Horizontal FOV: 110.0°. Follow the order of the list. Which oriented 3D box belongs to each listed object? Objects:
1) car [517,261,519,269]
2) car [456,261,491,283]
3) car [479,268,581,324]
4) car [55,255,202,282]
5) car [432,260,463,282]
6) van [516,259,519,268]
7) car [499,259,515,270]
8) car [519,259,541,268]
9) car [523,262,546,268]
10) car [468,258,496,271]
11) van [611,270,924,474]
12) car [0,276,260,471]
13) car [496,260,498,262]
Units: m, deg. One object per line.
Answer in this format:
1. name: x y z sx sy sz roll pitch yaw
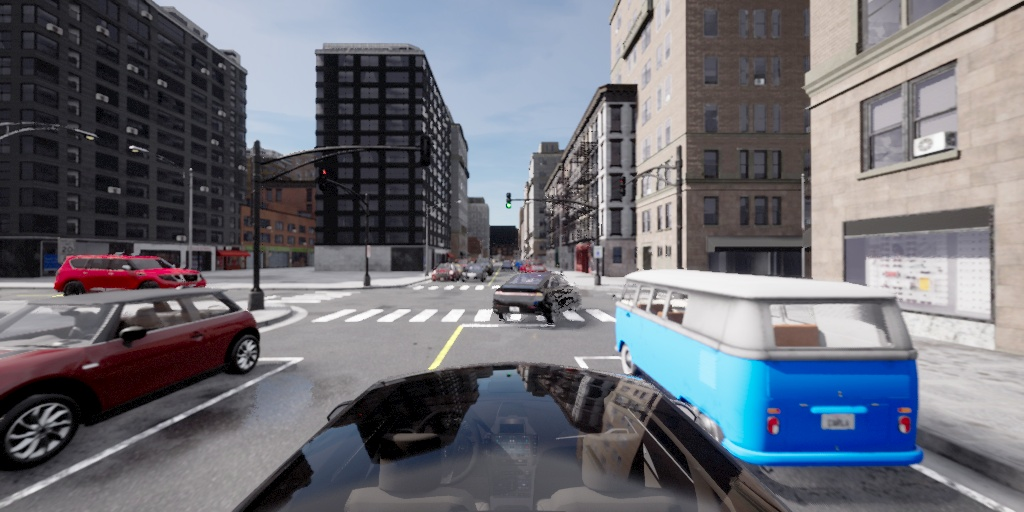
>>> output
1. car: 2.020 1.612 47.845 1.888 1.381 4.507 0 0 -1
2. car: -3.233 1.446 31.149 2.128 1.511 4.902 0 0 -1
3. car: 1.016 1.321 12.442 2.128 1.511 4.902 0 -1 23
4. car: -17.622 0.993 16.715 5.566 2.045 2.150 0 0 0
5. car: -5.783 1.397 31.508 1.967 1.591 4.097 0 0 -1
6. van: 1.946 1.444 53.254 1.690 1.789 3.998 0 0 -1
7. car: -0.809 1.725 61.798 1.994 1.385 4.181 0 0 -1
8. car: 2.168 1.308 37.027 2.192 1.841 5.009 0 0 -1
9. car: 2.241 1.501 31.618 1.888 1.381 4.507 0 0 -1
10. car: -3.371 1.246 41.314 2.150 2.045 5.566 0 0 0
11. van: 2.609 1.111 4.741 1.690 1.789 3.998 0 0 -1
12. car: -5.415 1.211 4.632 1.967 1.591 4.097 0 0 -1
13. car: -3.513 1.642 51.714 2.033 1.411 5.357 0 0 -1
